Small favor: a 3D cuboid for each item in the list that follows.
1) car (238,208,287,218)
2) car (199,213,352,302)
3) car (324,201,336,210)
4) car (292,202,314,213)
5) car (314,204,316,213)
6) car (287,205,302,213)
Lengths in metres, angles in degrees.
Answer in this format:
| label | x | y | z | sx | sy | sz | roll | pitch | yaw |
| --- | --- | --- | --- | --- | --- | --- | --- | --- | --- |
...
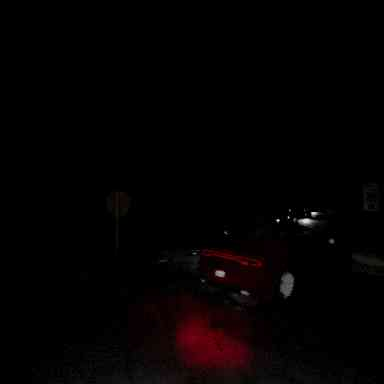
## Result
| label | x | y | z | sx | sy | sz | roll | pitch | yaw |
| --- | --- | --- | --- | --- | --- | --- | --- | --- | --- |
| car | 3.159 | 1.713 | 16.618 | 2.033 | 1.411 | 5.357 | 0 | -1 | 24 |
| car | 2.375 | 1.546 | 8.570 | 5.008 | 1.535 | 1.882 | 0 | 1 | -43 |
| car | 23.894 | 2.403 | 57.564 | 1.837 | 1.490 | 4.892 | 0 | -1 | 20 |
| car | 11.304 | 1.807 | 34.952 | 2.097 | 1.767 | 4.553 | 0 | -1 | 24 |
| car | 17.310 | 2.254 | 48.922 | 2.033 | 1.411 | 5.357 | 0 | -1 | 22 |
| car | 6.983 | 1.903 | 25.431 | 1.895 | 1.301 | 4.718 | 0 | -1 | 24 |
